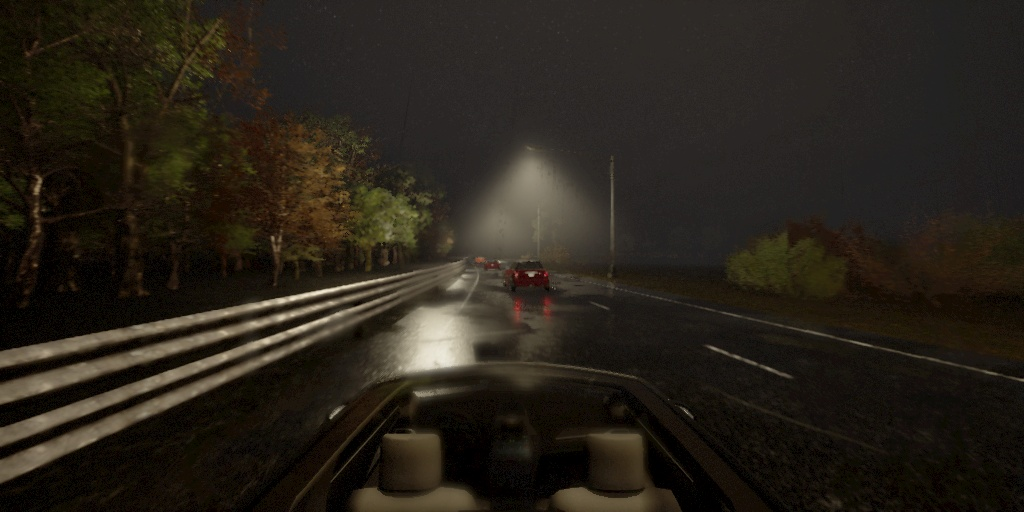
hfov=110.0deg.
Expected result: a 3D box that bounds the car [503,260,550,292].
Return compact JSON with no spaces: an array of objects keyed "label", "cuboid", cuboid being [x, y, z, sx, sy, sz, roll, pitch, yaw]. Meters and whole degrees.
[{"label":"car","cuboid":[0.734,0.997,20.665,2.097,1.767,4.553,0,0,-8]}]

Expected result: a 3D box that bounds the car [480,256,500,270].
[{"label":"car","cuboid":[-2.644,1.047,45.944,1.994,1.385,4.181,0,0,-8]}]
